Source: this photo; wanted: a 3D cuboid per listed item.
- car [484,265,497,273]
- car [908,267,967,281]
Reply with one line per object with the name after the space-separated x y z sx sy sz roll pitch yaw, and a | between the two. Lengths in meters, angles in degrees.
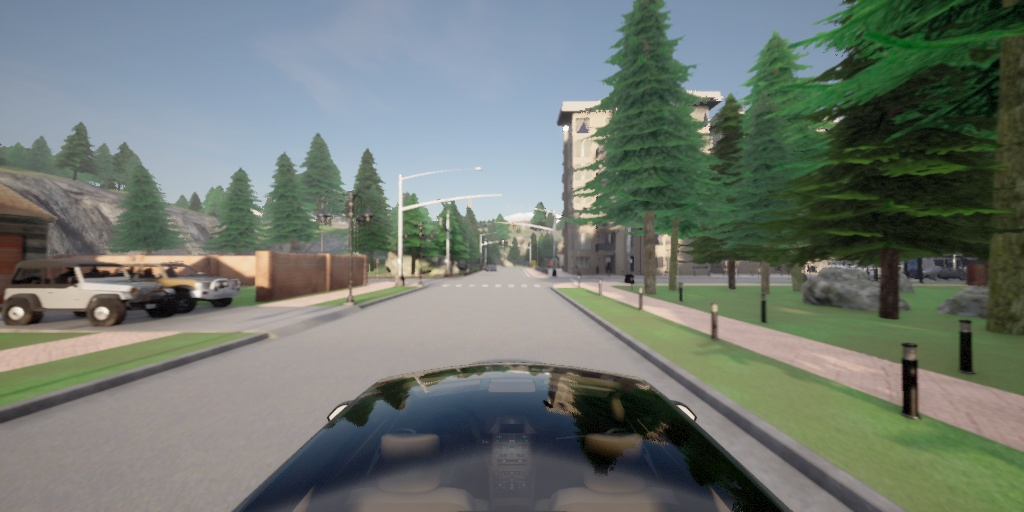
-3.596 2.172 61.690 1.994 1.385 4.181 0 0 0 | car
44.211 1.801 37.008 5.357 1.411 2.033 0 -1 1 | car
